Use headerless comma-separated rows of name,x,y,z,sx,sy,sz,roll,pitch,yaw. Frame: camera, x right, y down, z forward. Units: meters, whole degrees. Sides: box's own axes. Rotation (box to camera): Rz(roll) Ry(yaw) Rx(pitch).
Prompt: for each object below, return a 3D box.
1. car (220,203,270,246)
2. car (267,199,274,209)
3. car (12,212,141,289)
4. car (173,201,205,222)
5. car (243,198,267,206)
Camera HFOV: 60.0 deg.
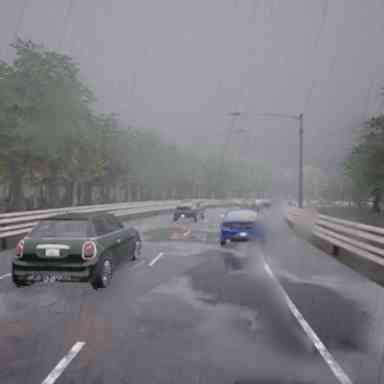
car,2.309,1.482,15.324,1.882,1.535,5.008,0,0,8
car,10.895,1.763,49.645,1.882,1.535,5.008,0,-1,25
car,-2.867,1.328,9.310,2.097,1.767,4.553,0,0,4
car,-0.137,1.530,26.902,1.837,1.490,4.892,0,0,13
car,7.323,1.521,40.204,2.097,1.767,4.553,0,0,21
